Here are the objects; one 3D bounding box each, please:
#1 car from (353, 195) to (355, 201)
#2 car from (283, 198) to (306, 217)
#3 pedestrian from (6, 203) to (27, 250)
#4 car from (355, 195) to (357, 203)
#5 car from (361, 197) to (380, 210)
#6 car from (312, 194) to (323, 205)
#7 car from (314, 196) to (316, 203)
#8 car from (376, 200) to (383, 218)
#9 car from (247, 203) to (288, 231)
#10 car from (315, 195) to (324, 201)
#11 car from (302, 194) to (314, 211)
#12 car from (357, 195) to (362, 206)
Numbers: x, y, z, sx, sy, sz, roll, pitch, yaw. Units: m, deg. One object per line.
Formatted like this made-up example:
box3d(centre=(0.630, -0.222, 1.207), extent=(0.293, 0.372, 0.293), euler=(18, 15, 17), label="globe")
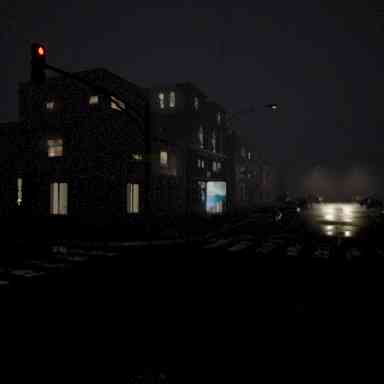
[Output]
box3d(centre=(34.479, 1.599, 68.044), extent=(1.802, 1.307, 4.206), euler=(0, 0, 24), label="car")
box3d(centre=(9.079, 1.552, 30.958), extent=(2.008, 1.369, 4.403), euler=(0, 0, 24), label="car")
box3d(centre=(-6.571, 1.264, 12.470), extent=(0.375, 1.860, 0.375), euler=(0, -1, 25), label="pedestrian")
box3d(centre=(30.047, 1.563, 57.929), extent=(2.008, 1.369, 4.403), euler=(0, 0, 24), label="car")
box3d(centre=(23.399, 1.557, 42.756), extent=(2.008, 1.369, 4.403), euler=(0, 0, 24), label="car")
box3d(centre=(22.378, 1.326, 61.305), extent=(2.192, 1.841, 5.009), euler=(0, 0, 24), label="car")
box3d(centre=(15.660, 1.530, 45.976), extent=(1.752, 1.417, 4.829), euler=(0, 0, 24), label="car")
box3d(centre=(16.750, 1.585, 27.581), extent=(1.802, 1.307, 4.206), euler=(0, 0, 24), label="car")
box3d(centre=(4.648, 1.583, 20.842), extent=(1.802, 1.307, 4.206), euler=(0, 0, 24), label="car")
box3d(centre=(31.241, 1.463, 81.536), extent=(1.967, 1.590, 4.097), euler=(0, 0, 24), label="car")
box3d(centre=(13.512, 1.444, 41.073), extent=(1.967, 1.590, 4.097), euler=(0, 0, 24), label="car")
box3d(centre=(27.831, 1.450, 52.870), extent=(1.967, 1.590, 4.097), euler=(0, 0, 24), label="car")
